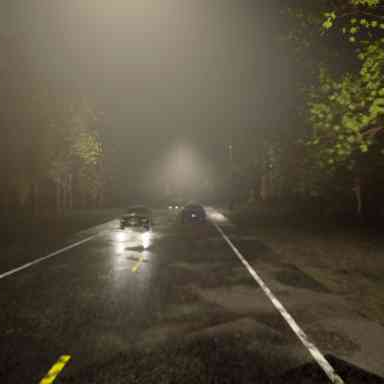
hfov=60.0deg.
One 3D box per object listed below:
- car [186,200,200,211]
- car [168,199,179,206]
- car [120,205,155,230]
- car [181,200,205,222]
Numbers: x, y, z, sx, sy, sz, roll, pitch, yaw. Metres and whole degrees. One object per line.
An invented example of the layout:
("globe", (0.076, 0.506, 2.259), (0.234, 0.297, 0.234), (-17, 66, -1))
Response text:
("car", (0.128, 1.923, 48.680), (2.033, 1.411, 5.357), (0, 0, 0))
("car", (-3.481, 2.046, 64.226), (1.994, 1.385, 4.181), (0, 0, 1))
("car", (-3.584, 1.680, 22.530), (1.837, 1.490, 4.892), (0, 0, 0))
("car", (0.116, 1.697, 28.236), (1.882, 1.535, 5.008), (0, 0, 0))
